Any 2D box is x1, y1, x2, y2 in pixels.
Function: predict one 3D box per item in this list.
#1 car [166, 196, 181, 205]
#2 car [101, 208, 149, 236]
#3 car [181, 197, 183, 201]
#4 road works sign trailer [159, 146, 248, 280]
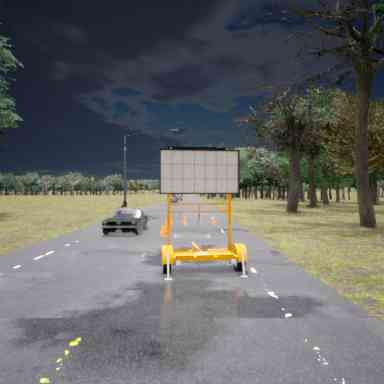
[{"bbox_3d":[-3.553,1.603,59.271,2.033,1.411,5.357,0,0,0],"label":"car"},{"bbox_3d":[-3.592,1.598,18.529,1.895,1.301,4.718,0,0,0],"label":"car"},{"bbox_3d":[-3.464,1.692,85.549,1.994,1.385,4.181,0,0,0],"label":"car"},{"bbox_3d":[0.200,0.461,10.005,2.380,3.560,2.880,0,0,-8],"label":"road works sign trailer"}]
